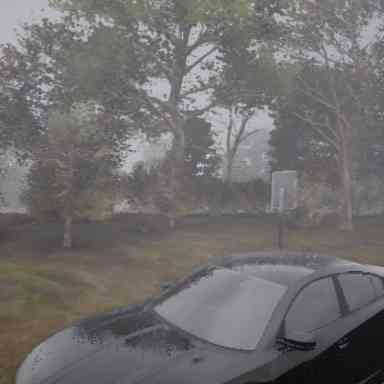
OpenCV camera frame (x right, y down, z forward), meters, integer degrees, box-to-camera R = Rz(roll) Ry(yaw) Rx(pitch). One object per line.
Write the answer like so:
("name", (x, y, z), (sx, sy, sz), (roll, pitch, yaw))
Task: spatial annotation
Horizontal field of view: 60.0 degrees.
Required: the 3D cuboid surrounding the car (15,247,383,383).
("car", (0.807, 1.473, 3.726), (5.008, 1.535, 1.882), (0, 0, -37))
